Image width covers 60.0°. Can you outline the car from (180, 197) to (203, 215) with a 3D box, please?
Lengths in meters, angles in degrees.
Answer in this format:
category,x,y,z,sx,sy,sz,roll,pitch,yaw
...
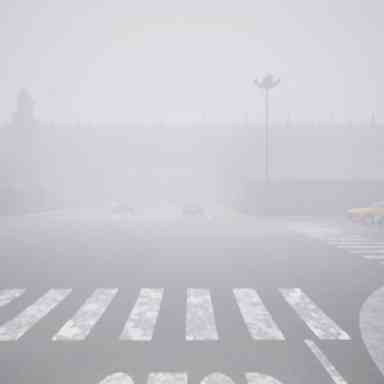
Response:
category,x,y,z,sx,sy,sz,roll,pitch,yaw
car,0.128,1.541,33.473,1.994,1.385,4.181,0,0,0

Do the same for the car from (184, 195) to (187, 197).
category,x,y,z,sx,sy,sz,roll,pitch,yaw
car,-2.368,1.302,77.424,2.097,1.767,4.553,0,0,14

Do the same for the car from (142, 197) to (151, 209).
category,x,y,z,sx,sy,sz,roll,pitch,yaw
car,-7.050,1.570,44.646,1.895,1.301,4.718,0,0,0

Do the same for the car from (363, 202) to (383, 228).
category,x,y,z,sx,sy,sz,roll,pitch,yaw
car,13.120,1.423,19.332,4.902,1.511,2.128,0,0,0

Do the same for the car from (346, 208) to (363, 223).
category,x,y,z,sx,sy,sz,roll,pitch,yaw
car,13.215,1.406,22.827,5.008,1.535,1.882,0,0,0

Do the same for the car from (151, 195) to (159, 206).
category,x,y,z,sx,sy,sz,roll,pitch,yaw
car,-7.006,1.488,54.752,1.812,1.442,4.674,0,0,0

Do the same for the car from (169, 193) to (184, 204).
category,x,y,z,sx,sy,sz,roll,pitch,yaw
car,-3.311,1.179,64.529,2.150,2.045,5.566,0,0,1

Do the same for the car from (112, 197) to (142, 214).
category,x,y,z,sx,sy,sz,roll,pitch,yaw
car,-7.061,1.327,35.629,2.097,1.767,4.553,0,0,0

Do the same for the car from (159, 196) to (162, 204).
category,x,y,z,sx,sy,sz,roll,pitch,yaw
car,-6.946,1.460,64.860,1.837,1.490,4.892,0,0,0
